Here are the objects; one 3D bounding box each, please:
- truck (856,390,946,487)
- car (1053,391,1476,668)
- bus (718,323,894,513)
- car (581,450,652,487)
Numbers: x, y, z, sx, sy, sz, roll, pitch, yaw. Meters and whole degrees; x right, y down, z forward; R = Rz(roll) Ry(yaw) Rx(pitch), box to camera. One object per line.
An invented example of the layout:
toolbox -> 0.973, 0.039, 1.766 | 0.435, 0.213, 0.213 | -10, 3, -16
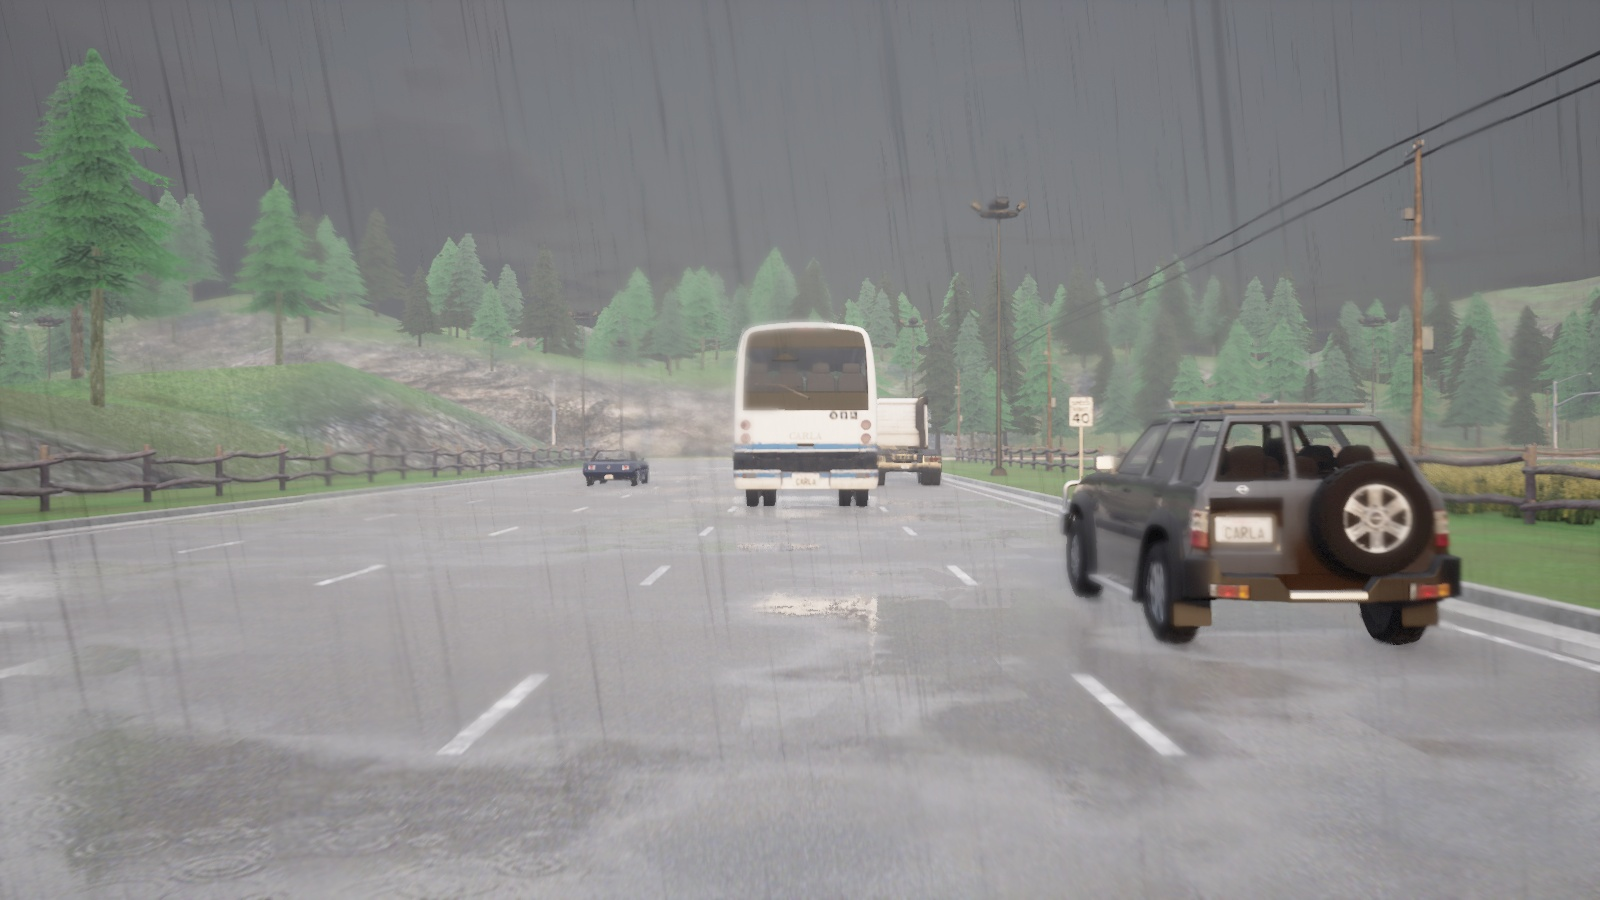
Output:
truck -> 3.793, -0.436, 48.874 | 2.891, 3.462, 7.936 | 0, 0, 0
car -> 3.576, 0.522, 10.730 | 1.932, 1.855, 4.605 | 0, 0, 0
bus -> 0.216, -0.768, 33.230 | 3.944, 4.253, 10.273 | 0, 1, 1
car -> -6.722, 0.647, 46.494 | 1.895, 1.301, 4.718 | 0, 0, 0
